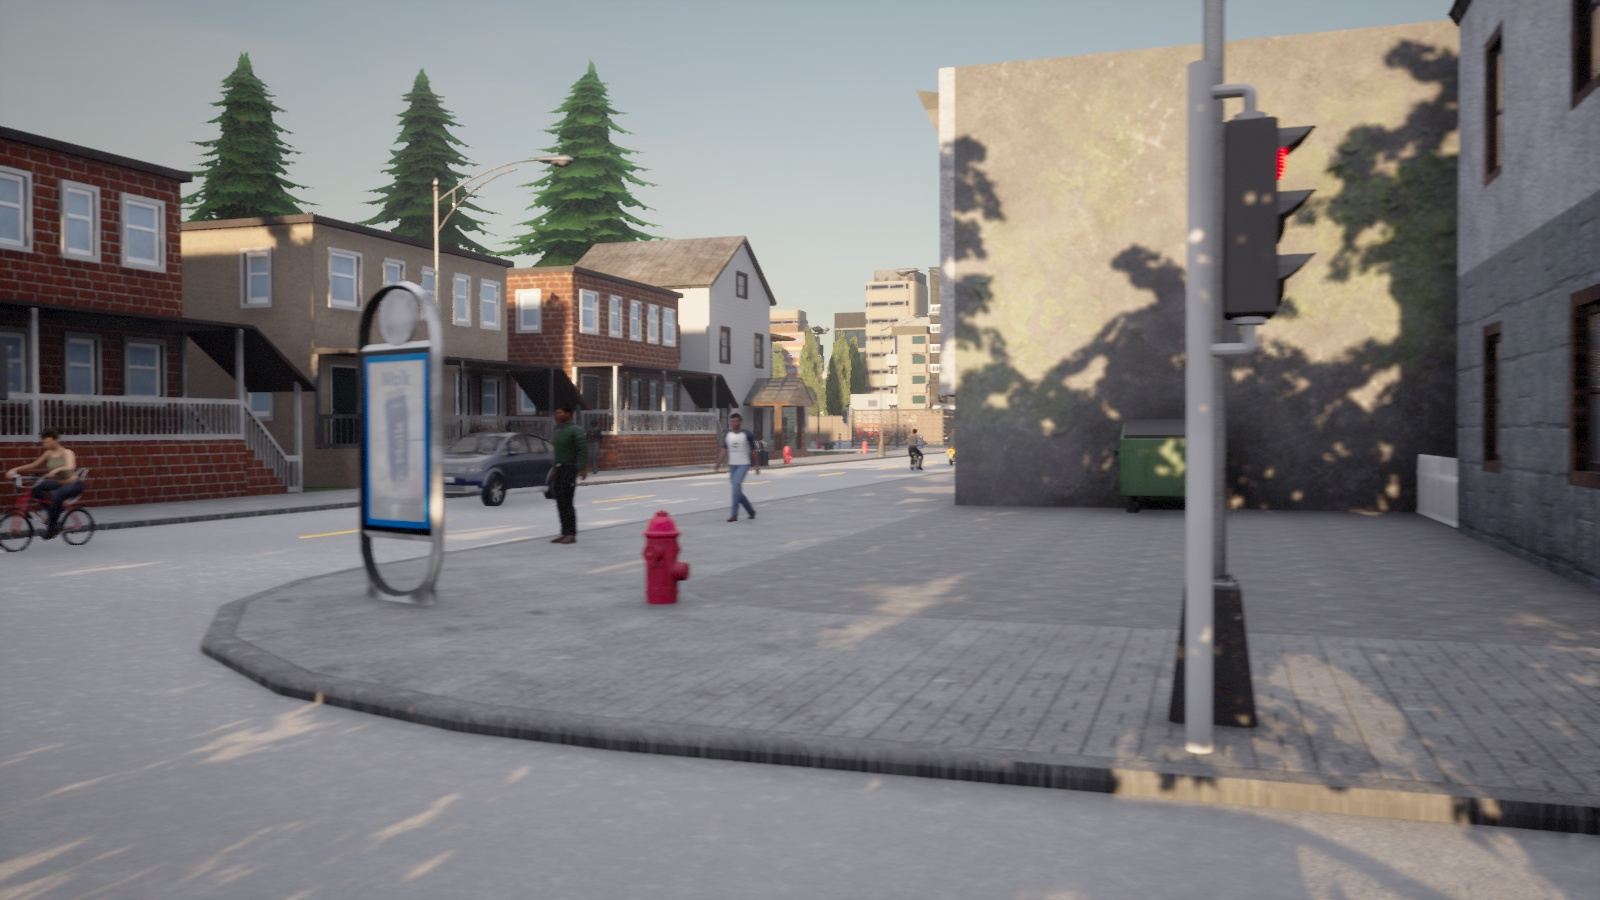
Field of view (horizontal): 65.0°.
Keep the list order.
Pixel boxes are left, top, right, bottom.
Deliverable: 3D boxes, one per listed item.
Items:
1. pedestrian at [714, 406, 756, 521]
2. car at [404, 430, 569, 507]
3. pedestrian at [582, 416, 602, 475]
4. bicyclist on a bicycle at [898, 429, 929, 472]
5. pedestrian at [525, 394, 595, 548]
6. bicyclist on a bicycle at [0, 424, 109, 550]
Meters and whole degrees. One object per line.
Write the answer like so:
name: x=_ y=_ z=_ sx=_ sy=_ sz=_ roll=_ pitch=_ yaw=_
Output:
pedestrian: x=-1.047 y=0.207 z=20.366 sx=0.354 sy=1.836 sz=0.706 roll=1 pitch=1 yaw=29
car: x=-6.753 y=0.342 z=27.412 sx=1.789 sy=1.549 sz=3.705 roll=1 pitch=1 yaw=18
pedestrian: x=-6.901 y=-0.156 z=41.679 sx=0.402 sy=1.930 sz=0.666 roll=1 pitch=1 yaw=18
bicyclist on a bicycle: x=4.368 y=0.009 z=48.228 sx=0.866 sy=1.612 sz=1.509 roll=1 pitch=1 yaw=18
pedestrian: x=-3.131 y=0.262 z=16.409 sx=0.788 sy=1.949 sz=0.423 roll=-1 pitch=1 yaw=-43
bicyclist on a bicycle: x=-10.251 y=0.455 z=16.873 sx=0.866 sy=1.612 sz=1.509 roll=1 pitch=1 yaw=18
